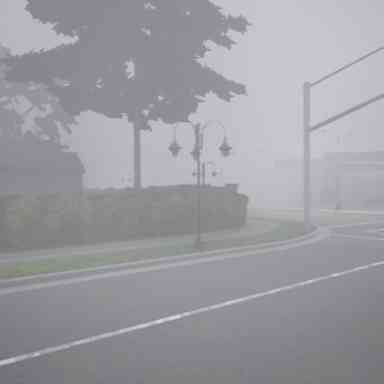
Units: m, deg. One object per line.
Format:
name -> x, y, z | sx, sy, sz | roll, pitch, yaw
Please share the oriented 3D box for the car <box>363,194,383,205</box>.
car -> 26.944, 1.082, 47.397 | 2.242, 1.667, 4.611 | 0, 0, -35
